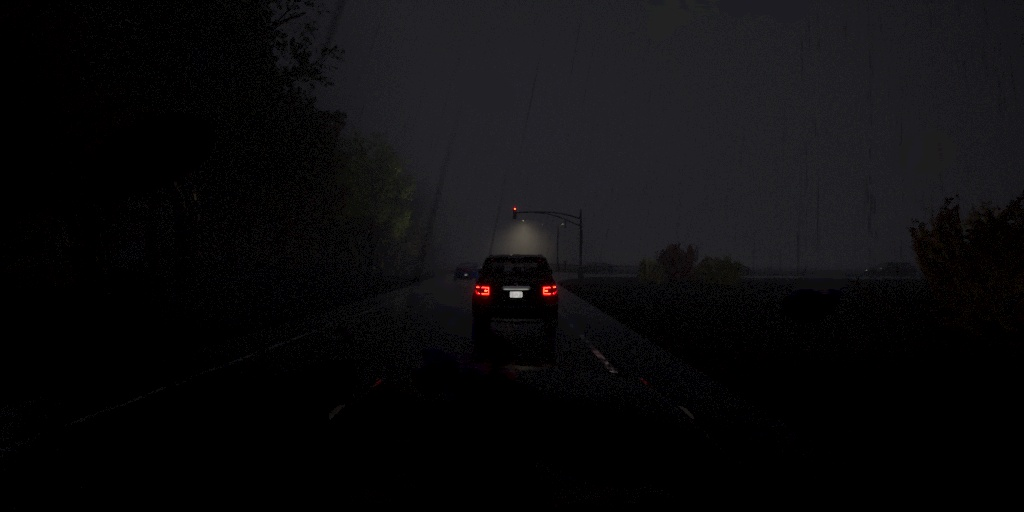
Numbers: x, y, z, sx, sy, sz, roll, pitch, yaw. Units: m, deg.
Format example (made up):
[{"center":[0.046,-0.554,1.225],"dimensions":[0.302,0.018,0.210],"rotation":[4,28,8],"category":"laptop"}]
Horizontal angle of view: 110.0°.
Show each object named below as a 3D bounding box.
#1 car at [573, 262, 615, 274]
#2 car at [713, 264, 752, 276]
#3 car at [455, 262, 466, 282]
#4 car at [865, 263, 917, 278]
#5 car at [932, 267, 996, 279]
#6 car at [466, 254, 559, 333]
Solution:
[{"center":[9.800,1.419,42.969],"dimensions":[4.902,1.511,2.128],"rotation":[0,-1,11],"category":"car"},{"center":[25.647,1.615,42.178],"dimensions":[4.674,1.442,1.812],"rotation":[1,-1,0],"category":"car"},{"center":[-3.399,1.234,28.963],"dimensions":[1.882,1.535,5.008],"rotation":[0,0,0],"category":"car"},{"center":[44.354,1.645,42.072],"dimensions":[4.553,1.767,2.097],"rotation":[1,-1,1],"category":"car"},{"center":[48.515,1.826,38.478],"dimensions":[5.357,1.411,2.033],"rotation":[1,-1,0],"category":"car"},{"center":[0.101,0.974,10.882],"dimensions":[2.150,2.045,5.566],"rotation":[0,0,0],"category":"car"}]
